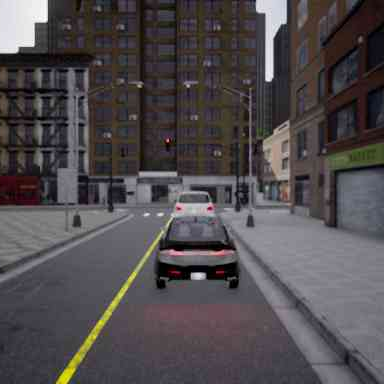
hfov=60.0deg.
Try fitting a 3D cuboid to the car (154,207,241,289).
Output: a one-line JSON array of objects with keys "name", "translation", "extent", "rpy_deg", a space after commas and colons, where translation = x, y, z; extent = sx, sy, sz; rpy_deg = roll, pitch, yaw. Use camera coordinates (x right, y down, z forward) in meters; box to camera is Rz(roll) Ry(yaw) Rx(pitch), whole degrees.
[{"name": "car", "translation": [0.103, 1.374, 8.804], "extent": [2.128, 1.511, 4.902], "rpy_deg": [0, 1, 0]}]

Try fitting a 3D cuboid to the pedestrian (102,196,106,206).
[{"name": "pedestrian", "translation": [-10.145, 1.001, 38.330], "extent": [0.375, 1.300, 0.375], "rpy_deg": [0, 1, -1]}]

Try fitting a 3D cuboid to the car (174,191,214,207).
[{"name": "car", "translation": [0.107, 0.965, 19.254], "extent": [2.150, 2.045, 5.566], "rpy_deg": [0, 1, 0]}]
